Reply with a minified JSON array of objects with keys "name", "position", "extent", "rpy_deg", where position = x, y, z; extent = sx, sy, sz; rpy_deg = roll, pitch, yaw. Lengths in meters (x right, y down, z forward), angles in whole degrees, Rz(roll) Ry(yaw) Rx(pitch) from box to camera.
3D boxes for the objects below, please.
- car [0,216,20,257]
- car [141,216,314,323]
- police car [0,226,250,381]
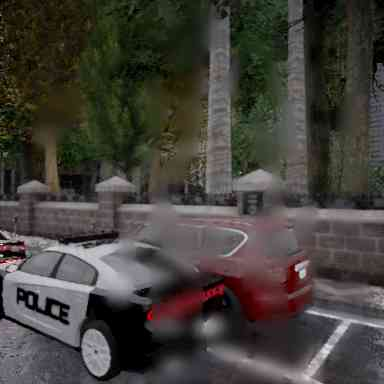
[{"name":"car","position":[-9.027,1.669,13.404],"extent":[4.829,1.417,1.752],"rpy_deg":[0,-1,37]},{"name":"car","position":[-0.136,1.407,6.788],"extent":[5.009,1.841,2.192],"rpy_deg":[0,-1,37]},{"name":"police car","position":[-1.857,1.497,5.723],"extent":[5.238,1.638,1.930],"rpy_deg":[0,-1,37]}]
